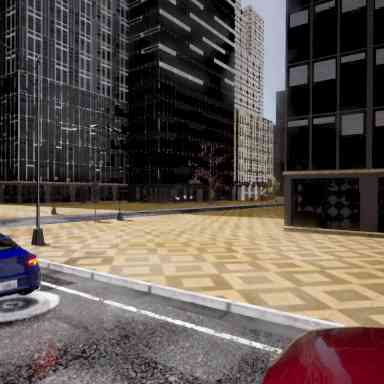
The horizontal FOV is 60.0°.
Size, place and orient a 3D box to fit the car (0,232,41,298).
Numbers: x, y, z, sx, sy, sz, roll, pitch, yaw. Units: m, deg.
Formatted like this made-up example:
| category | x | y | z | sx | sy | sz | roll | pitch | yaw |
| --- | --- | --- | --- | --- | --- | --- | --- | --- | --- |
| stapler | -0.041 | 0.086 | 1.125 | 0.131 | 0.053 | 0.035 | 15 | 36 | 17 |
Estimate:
| category | x | y | z | sx | sy | sz | roll | pitch | yaw |
| --- | --- | --- | --- | --- | --- | --- | --- | --- | --- |
| car | -5.179 | 1.523 | 7.384 | 4.674 | 1.442 | 1.812 | 0 | 0 | 36 |

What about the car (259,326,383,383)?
| category | x | y | z | sx | sy | sz | roll | pitch | yaw |
| --- | --- | --- | --- | --- | --- | --- | --- | --- | --- |
| car | 2.419 | 1.564 | 1.950 | 4.181 | 1.385 | 1.994 | 0 | 0 | 35 |
